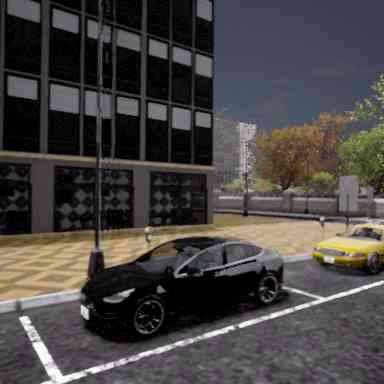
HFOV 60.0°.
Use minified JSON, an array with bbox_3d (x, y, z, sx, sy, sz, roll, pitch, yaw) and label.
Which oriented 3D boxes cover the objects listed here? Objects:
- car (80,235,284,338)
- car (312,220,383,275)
[{"bbox_3d":[0.032,1.605,6.681,4.313,1.339,1.947,1,0,-36],"label":"car"},{"bbox_3d":[5.892,1.640,10.924,4.829,1.417,1.752,1,0,-36],"label":"car"}]
